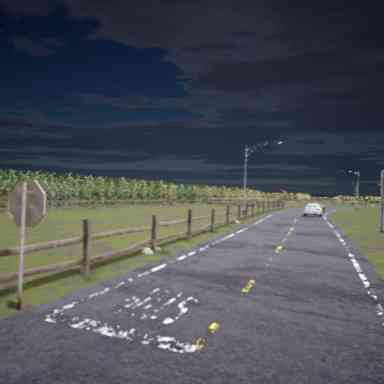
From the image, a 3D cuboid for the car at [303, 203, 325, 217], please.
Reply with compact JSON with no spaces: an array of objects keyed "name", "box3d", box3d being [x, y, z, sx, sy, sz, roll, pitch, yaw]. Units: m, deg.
[{"name":"car","box3d":[13.900,2.041,38.166,1.812,1.442,4.674,2,0,23]}]
